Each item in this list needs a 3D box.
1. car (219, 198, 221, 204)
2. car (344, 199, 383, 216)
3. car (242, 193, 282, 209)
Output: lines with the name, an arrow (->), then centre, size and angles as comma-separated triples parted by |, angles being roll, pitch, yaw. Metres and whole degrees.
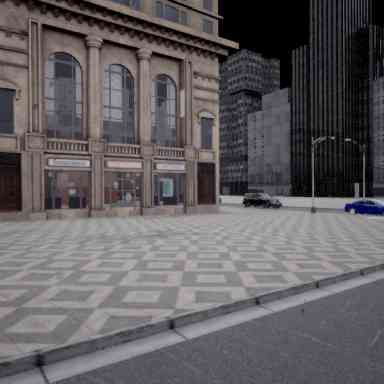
car -> 2.940, 1.314, 56.711 | 1.882, 1.535, 5.008 | -1, 1, -34
car -> 16.717, 1.426, 30.727 | 1.882, 1.535, 5.008 | -1, 1, -35
car -> 8.851, 1.132, 42.362 | 2.150, 2.045, 5.566 | -1, 0, -34
